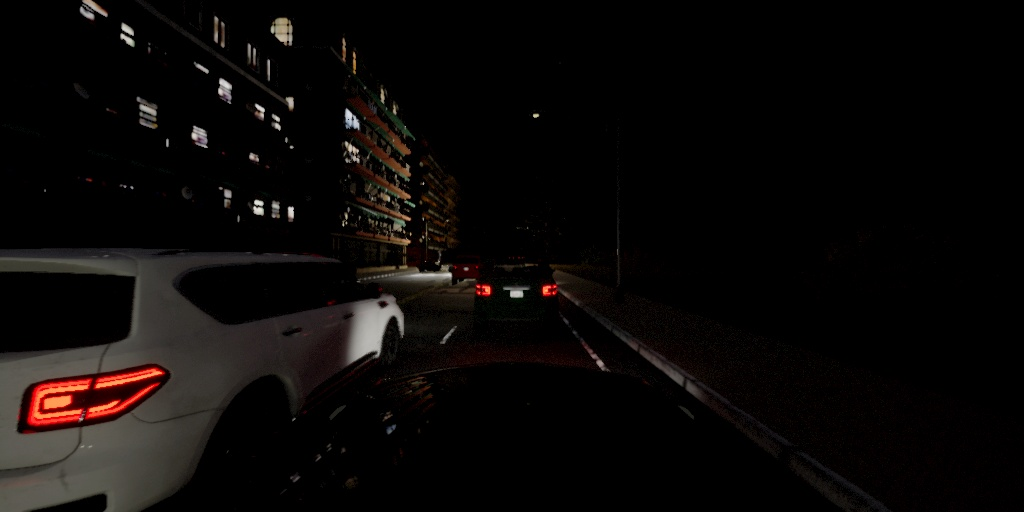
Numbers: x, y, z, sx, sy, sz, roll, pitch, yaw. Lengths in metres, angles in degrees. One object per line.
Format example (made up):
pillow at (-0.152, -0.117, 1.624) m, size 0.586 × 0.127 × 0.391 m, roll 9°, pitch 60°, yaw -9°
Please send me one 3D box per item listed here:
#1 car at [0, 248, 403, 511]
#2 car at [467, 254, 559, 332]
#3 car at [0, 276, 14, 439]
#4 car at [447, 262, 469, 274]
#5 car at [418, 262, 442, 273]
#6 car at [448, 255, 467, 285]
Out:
car at (-3.142, 0.969, 4.484) m, size 2.150 × 2.045 × 5.566 m, roll 0°, pitch 0°, yaw 0°
car at (0.126, 0.972, 10.954) m, size 2.150 × 2.045 × 5.566 m, roll 0°, pitch 0°, yaw 0°
car at (-6.600, 1.102, 1.718) m, size 2.097 × 1.767 × 4.553 m, roll 0°, pitch 0°, yaw 0°
car at (-6.463, 1.349, 43.060) m, size 1.895 × 1.301 × 4.718 m, roll 0°, pitch 0°, yaw 0°
car at (-9.714, 1.349, 42.654) m, size 1.895 × 1.301 × 4.718 m, roll 0°, pitch 0°, yaw 0°
car at (-3.058, 0.969, 26.462) m, size 2.150 × 2.045 × 5.566 m, roll 0°, pitch 0°, yaw 0°
